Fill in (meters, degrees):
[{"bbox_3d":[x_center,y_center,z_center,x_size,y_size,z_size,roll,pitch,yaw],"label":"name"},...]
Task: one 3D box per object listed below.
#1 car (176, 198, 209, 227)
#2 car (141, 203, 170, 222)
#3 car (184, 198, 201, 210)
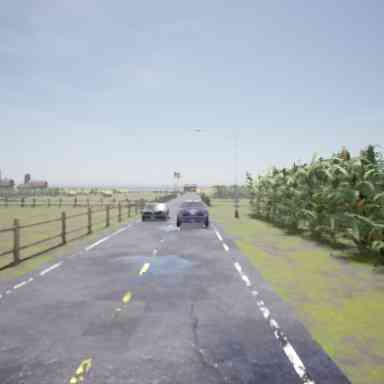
[{"bbox_3d":[0.066,1.326,22.854,2.097,1.767,4.553,0,0,0],"label":"car"},{"bbox_3d":[-2.812,1.572,26.204,1.895,1.301,4.718,0,0,0],"label":"car"},{"bbox_3d":[0.097,1.494,42.527,2.033,1.411,5.357,0,0,0],"label":"car"}]
